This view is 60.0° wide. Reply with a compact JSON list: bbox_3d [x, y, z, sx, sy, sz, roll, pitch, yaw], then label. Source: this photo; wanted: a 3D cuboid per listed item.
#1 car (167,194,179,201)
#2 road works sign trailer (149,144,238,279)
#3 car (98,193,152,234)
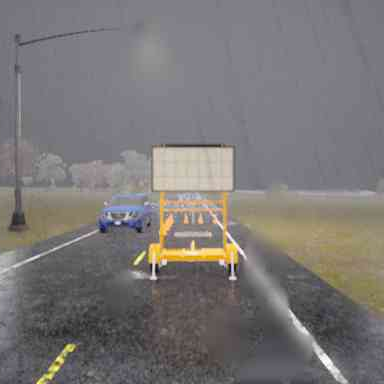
[{"bbox_3d":[-3.352,1.124,59.192,1.837,1.490,4.892,0,0,1],"label":"car"},{"bbox_3d":[0.034,0.401,9.760,2.380,3.560,2.880,0,0,0],"label":"road works sign trailer"},{"bbox_3d":[-3.533,1.101,18.642,2.150,2.045,5.566,0,0,0],"label":"car"}]
